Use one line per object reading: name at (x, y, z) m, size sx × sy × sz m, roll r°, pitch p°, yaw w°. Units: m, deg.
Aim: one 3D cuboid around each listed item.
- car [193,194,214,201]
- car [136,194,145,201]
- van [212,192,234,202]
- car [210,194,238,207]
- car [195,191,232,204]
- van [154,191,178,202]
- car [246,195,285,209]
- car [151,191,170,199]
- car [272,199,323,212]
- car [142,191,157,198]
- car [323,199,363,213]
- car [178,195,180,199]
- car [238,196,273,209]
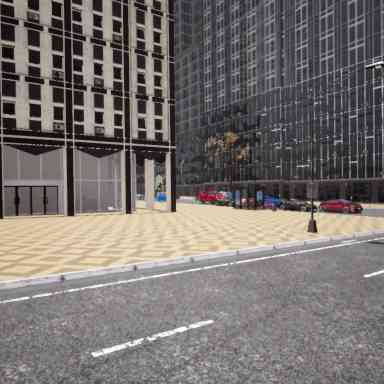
car at (2.195, 1.044, 63.658) m, size 1.802 × 1.307 × 4.206 m, roll 0°, pitch 1°, yaw -34°
car at (-11.129, 1.040, 68.340) m, size 2.008 × 1.369 × 4.403 m, roll 0°, pitch 1°, yaw -34°
van at (5.393, 0.856, 58.957) m, size 1.690 × 1.788 × 3.998 m, roll 0°, pitch 1°, yaw -34°
car at (4.818, 1.320, 44.820) m, size 1.947 × 1.339 × 4.313 m, roll 0°, pitch 1°, yaw -34°
car at (3.363, 0.874, 51.652) m, size 2.150 × 2.045 × 5.566 m, roll -1°, pitch 1°, yaw -34°
van at (-4.732, 0.938, 58.941) m, size 1.690 × 1.788 × 3.998 m, roll 0°, pitch 1°, yaw -34°
car at (9.350, 1.227, 42.848) m, size 1.882 × 1.535 × 5.008 m, roll -1°, pitch 1°, yaw -34°
car at (-7.400, 0.616, 77.750) m, size 2.192 × 1.841 × 5.009 m, roll 0°, pitch 1°, yaw -34°
car at (11.152, 1.424, 35.380) m, size 1.947 × 1.339 × 4.313 m, roll 0°, pitch 1°, yaw -34°
car at (-10.599, 0.687, 82.449) m, size 1.967 × 1.590 × 4.097 m, roll 0°, pitch 1°, yaw -34°
car at (15.238, 1.408, 34.195) m, size 1.994 × 1.385 × 4.181 m, roll -1°, pitch 1°, yaw -34°
car at (-4.201, 0.936, 73.055) m, size 1.802 × 1.307 × 4.206 m, roll 0°, pitch 1°, yaw -34°
car at (7.968, 1.388, 40.090) m, size 1.802 × 1.307 × 4.206 m, roll 0°, pitch 1°, yaw -34°
